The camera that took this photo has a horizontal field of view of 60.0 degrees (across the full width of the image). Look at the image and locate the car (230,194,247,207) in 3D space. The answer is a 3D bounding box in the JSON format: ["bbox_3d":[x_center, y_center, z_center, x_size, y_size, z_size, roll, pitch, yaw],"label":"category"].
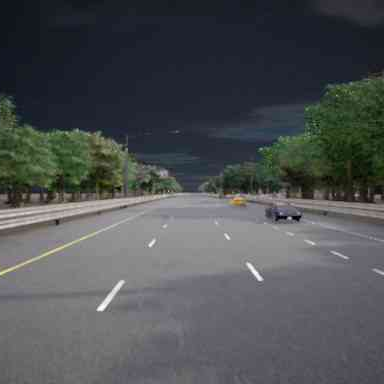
[{"bbox_3d":[7.020,1.468,51.158,1.882,1.535,5.008,0,0,0],"label":"car"}]

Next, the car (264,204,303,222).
[{"bbox_3d":[7.011,1.589,26.082,1.895,1.301,4.718,0,0,0],"label":"car"}]
